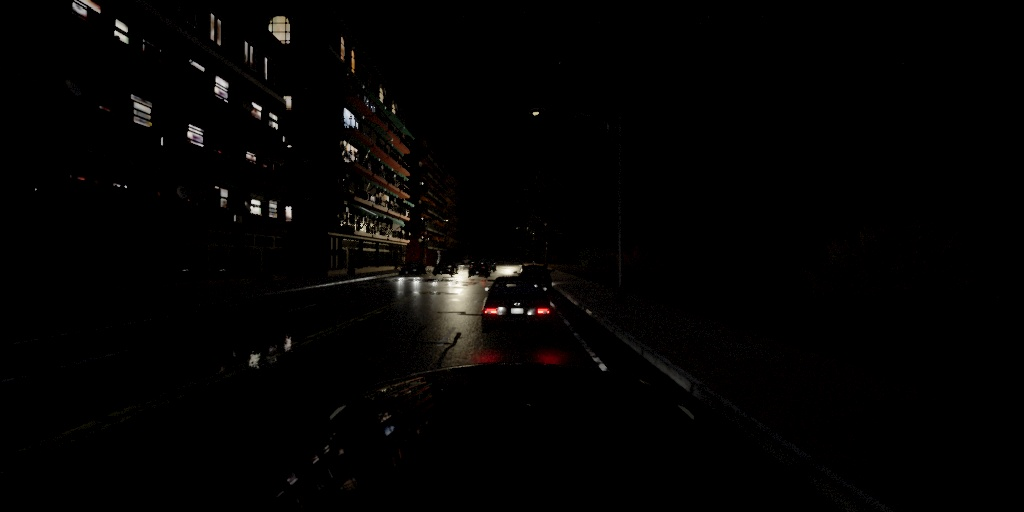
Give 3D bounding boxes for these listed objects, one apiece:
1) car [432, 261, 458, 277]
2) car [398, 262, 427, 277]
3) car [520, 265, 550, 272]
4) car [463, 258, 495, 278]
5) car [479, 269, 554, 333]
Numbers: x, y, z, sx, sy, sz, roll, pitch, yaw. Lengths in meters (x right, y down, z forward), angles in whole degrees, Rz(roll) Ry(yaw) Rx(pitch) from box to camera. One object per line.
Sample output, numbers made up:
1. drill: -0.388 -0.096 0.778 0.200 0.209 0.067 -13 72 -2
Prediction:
1. car: -6.538 1.258 35.486 1.837 1.490 4.892 0 0 0
2. car: -9.773 1.279 35.549 1.812 1.442 4.674 0 0 0
3. car: 1.172 1.258 20.362 1.837 1.490 4.892 0 0 0
4. car: -3.085 1.246 34.268 2.128 1.511 4.902 0 0 0
5. car: 0.119 1.299 10.673 2.033 1.411 5.357 0 0 0
